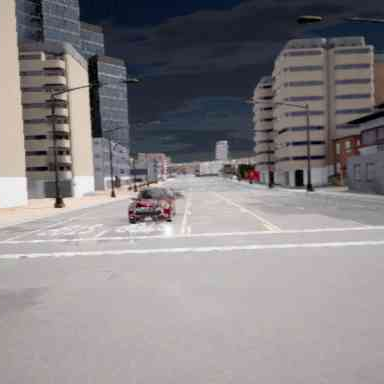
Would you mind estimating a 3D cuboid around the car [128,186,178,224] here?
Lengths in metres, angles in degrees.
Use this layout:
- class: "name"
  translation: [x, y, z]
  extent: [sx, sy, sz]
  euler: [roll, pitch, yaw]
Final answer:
- class: "car"
  translation: [-2.073, 0.608, 17.854]
  extent: [2.097, 1.767, 4.553]
  euler: [-3, 2, 0]

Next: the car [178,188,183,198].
- class: "car"
  translation: [-2.091, 0.106, 42.692]
  extent: [1.895, 1.301, 4.718]
  euler: [-3, 2, 0]
